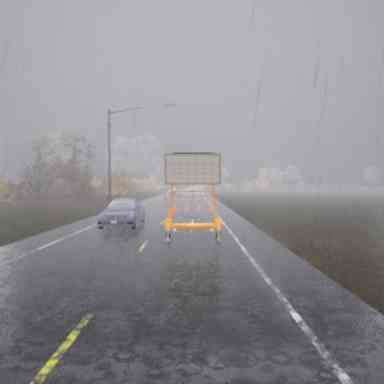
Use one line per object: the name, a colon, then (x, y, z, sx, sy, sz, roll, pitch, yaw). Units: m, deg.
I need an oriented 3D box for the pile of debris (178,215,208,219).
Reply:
pile of debris: (0.049, 1.600, 21.419, 1.860, 0.140, 1.500, 0, 1, 0)

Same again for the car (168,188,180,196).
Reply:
car: (-3.183, -0.021, 59.097, 1.812, 1.442, 4.674, 0, 2, 1)

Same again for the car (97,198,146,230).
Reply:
car: (-3.563, 1.062, 17.505, 1.812, 1.442, 4.674, 0, 2, 0)

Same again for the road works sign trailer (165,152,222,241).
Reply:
road works sign trailer: (0.040, 0.082, 14.373, 2.380, 3.560, 2.880, 0, 2, -1)
